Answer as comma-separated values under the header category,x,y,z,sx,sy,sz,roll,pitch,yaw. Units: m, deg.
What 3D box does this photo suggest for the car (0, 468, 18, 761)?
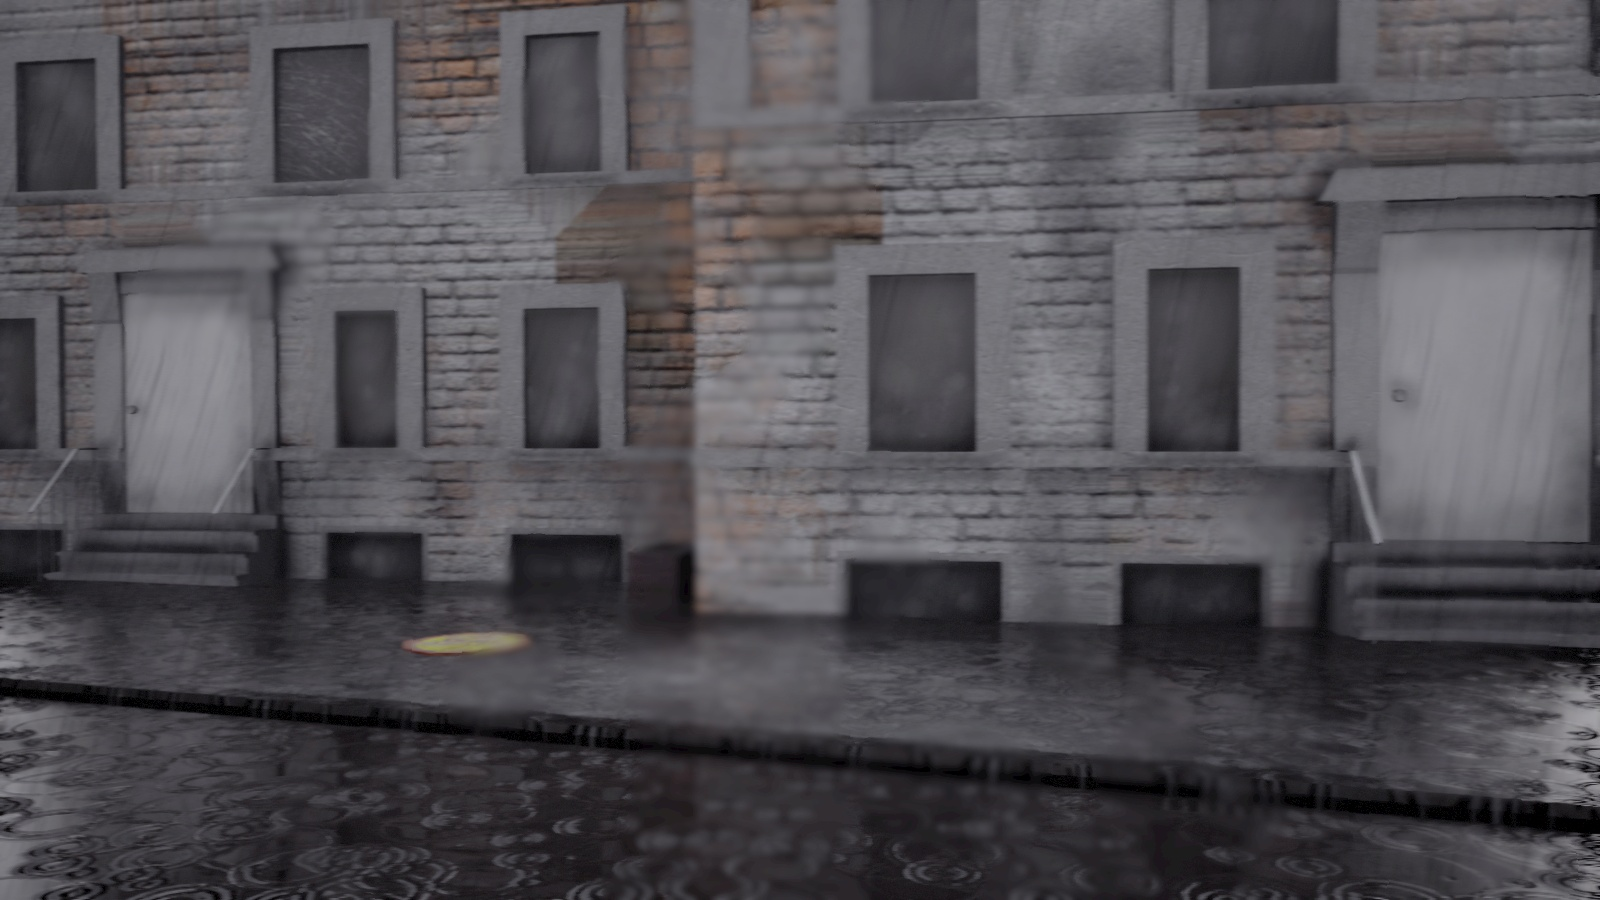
category,x,y,z,sx,sy,sz,roll,pitch,yaw
car,-6.065,0.776,5.762,4.181,1.385,1.994,1,1,19
